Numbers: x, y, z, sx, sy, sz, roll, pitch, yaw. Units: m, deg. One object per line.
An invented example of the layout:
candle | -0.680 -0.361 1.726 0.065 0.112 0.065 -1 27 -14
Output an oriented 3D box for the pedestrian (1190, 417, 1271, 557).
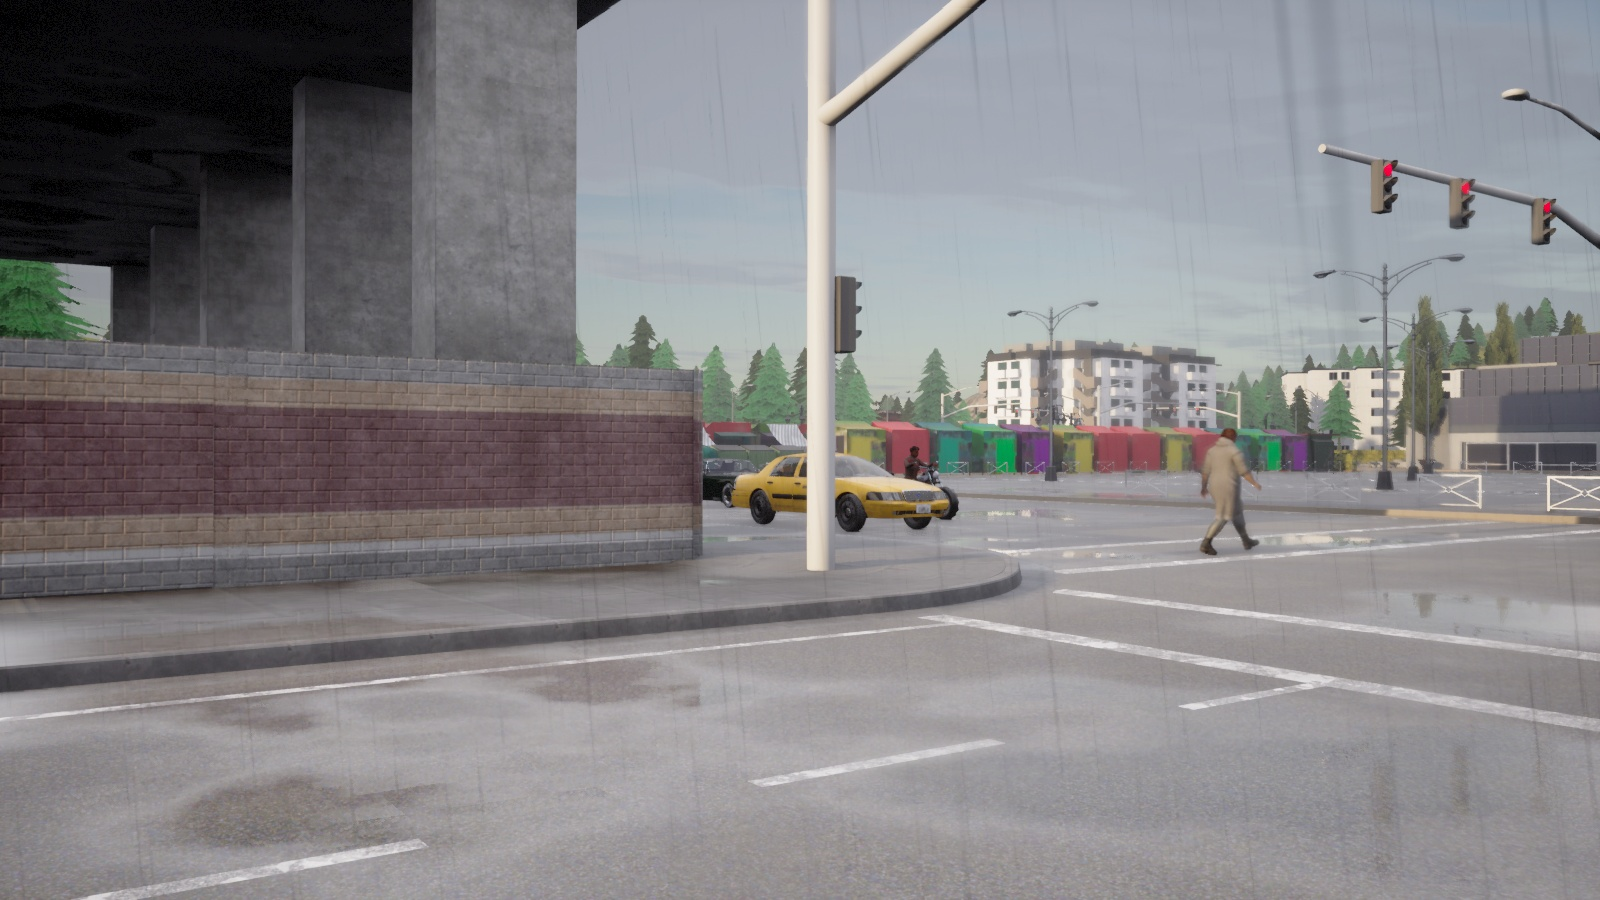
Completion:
pedestrian | 6.145 0.514 17.956 0.873 1.952 0.659 0 0 -18

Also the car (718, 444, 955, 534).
car | 0.561 0.688 24.736 1.801 1.575 5.366 0 0 -35

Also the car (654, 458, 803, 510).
car | -2.041 0.879 34.541 1.895 1.301 4.718 0 0 -35

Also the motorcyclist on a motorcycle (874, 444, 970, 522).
motorcyclist on a motorcycle | 2.673 0.702 27.821 0.766 1.649 2.350 0 0 -35
